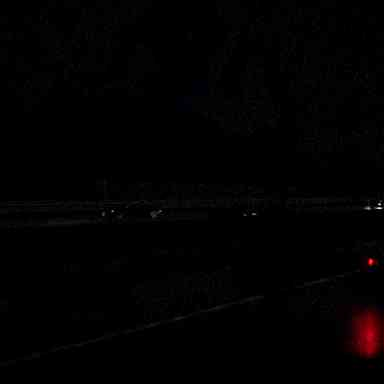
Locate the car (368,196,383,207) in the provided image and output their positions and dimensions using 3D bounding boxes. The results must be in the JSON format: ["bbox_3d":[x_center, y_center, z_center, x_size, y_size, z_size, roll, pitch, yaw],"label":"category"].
[{"bbox_3d":[29.004,1.360,51.070,4.553,1.767,2.097,0,0,-36],"label":"car"}]

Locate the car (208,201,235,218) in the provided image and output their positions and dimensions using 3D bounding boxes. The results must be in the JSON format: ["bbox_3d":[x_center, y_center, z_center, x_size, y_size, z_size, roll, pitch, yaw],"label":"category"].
[{"bbox_3d":[3.596,1.471,28.301,5.008,1.535,1.882,0,0,-36],"label":"car"}]

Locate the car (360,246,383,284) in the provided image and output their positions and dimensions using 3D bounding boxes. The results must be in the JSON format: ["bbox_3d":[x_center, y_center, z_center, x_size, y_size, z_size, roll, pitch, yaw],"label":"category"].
[{"bbox_3d":[6.305,1.641,8.382,4.718,1.301,1.895,0,0,-36],"label":"car"}]

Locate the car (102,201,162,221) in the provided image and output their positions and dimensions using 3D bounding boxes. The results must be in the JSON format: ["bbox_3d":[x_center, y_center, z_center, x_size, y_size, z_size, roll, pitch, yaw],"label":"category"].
[{"bbox_3d":[-4.706,1.437,26.586,4.902,1.511,2.128,0,0,-36],"label":"car"}]

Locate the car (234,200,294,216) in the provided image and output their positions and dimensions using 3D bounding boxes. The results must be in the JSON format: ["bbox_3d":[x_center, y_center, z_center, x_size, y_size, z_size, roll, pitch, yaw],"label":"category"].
[{"bbox_3d":[5.853,1.516,25.615,4.892,1.490,1.837,0,0,-36],"label":"car"}]
